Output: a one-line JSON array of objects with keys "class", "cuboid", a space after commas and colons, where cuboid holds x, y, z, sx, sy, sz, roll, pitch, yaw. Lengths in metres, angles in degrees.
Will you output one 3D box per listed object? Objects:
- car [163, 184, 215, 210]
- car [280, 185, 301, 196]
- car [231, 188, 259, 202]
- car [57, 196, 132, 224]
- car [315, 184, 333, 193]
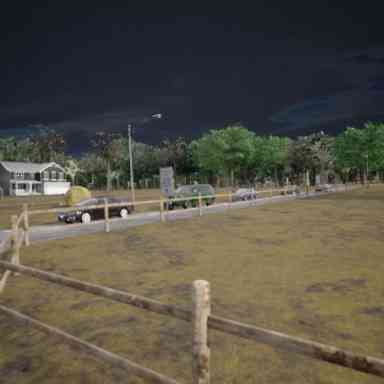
[{"class": "car", "cuboid": [-0.138, 0.405, 28.660, 2.150, 2.045, 5.566, -3, 1, 36]}, {"class": "car", "cuboid": [14.458, -0.284, 48.871, 1.837, 1.490, 4.892, -3, 0, 36]}, {"class": "car", "cuboid": [5.859, 0.312, 36.989, 1.812, 1.442, 4.674, -3, 1, 36]}, {"class": "car", "cuboid": [-5.890, 1.067, 20.609, 1.837, 1.490, 4.892, -3, 1, 36]}, {"class": "car", "cuboid": [21.187, -0.643, 53.371, 1.994, 1.385, 4.181, -3, 1, 36]}]
